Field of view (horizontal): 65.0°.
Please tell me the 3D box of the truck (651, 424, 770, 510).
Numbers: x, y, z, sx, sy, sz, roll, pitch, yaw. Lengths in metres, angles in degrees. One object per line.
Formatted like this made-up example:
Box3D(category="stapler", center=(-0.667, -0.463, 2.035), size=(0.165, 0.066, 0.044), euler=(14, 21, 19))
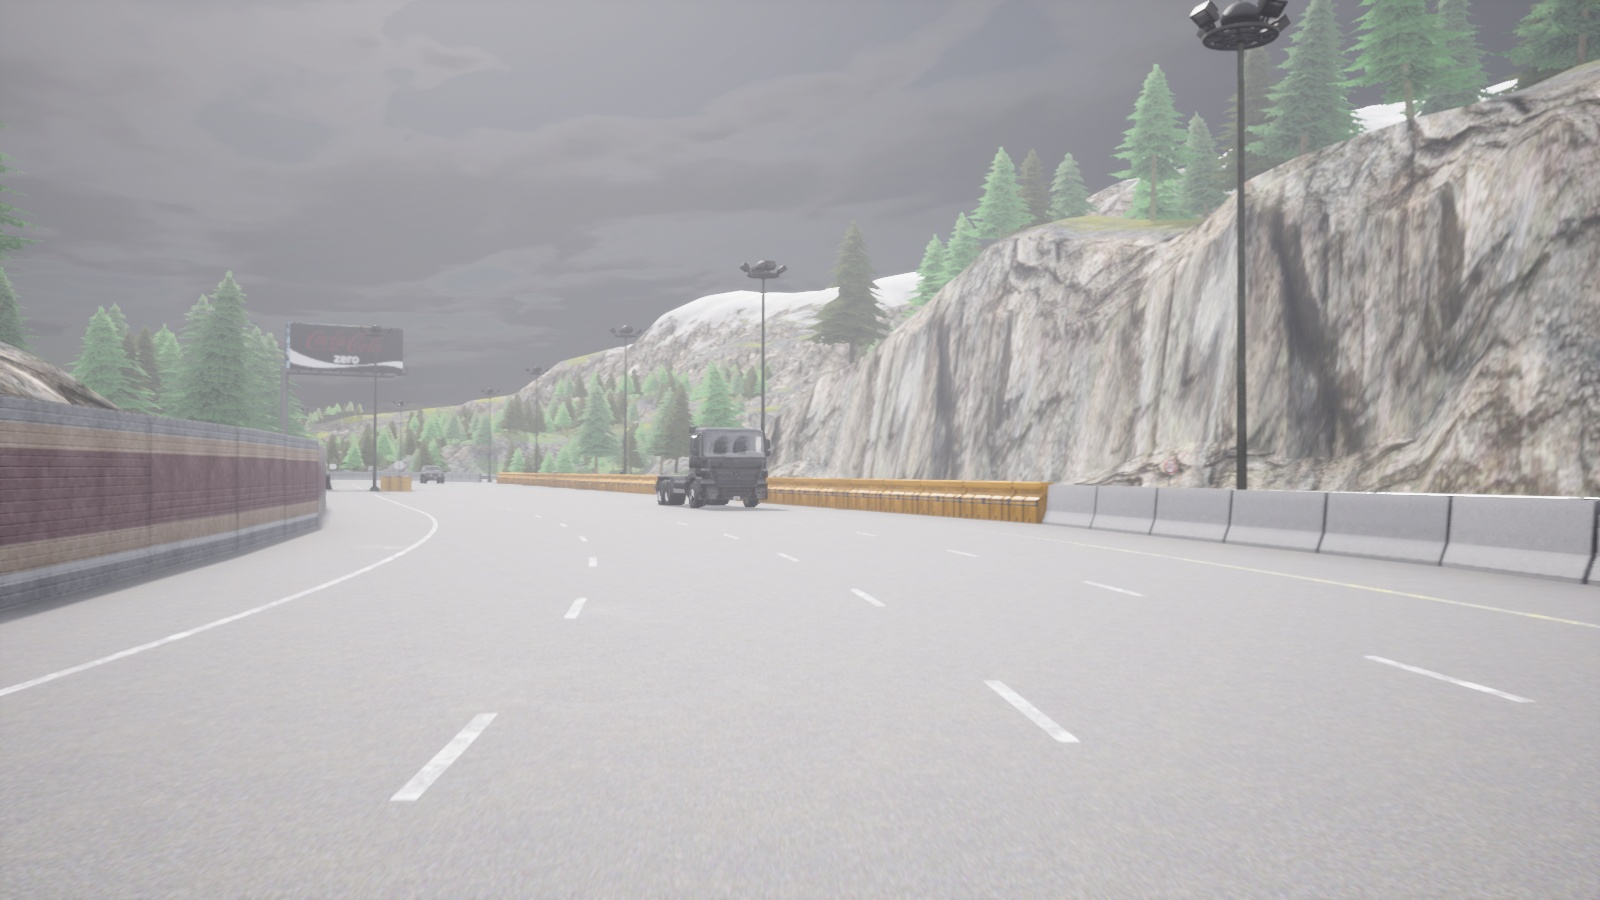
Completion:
Box3D(category="truck", center=(-4.024, 0.764, 54.555), size=(2.891, 3.462, 7.936), euler=(0, -1, -22))
